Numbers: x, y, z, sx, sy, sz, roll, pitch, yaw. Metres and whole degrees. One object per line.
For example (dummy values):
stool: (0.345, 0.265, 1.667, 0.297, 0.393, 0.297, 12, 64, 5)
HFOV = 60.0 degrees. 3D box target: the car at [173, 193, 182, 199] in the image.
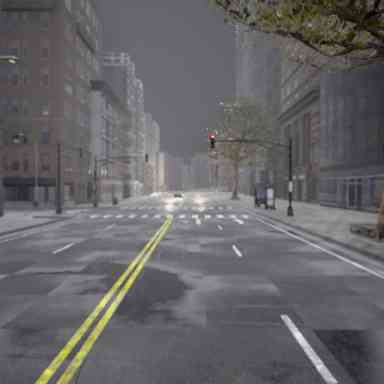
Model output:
car: (-3.215, 0.826, 74.410, 1.895, 1.301, 4.718, 0, 1, 0)
